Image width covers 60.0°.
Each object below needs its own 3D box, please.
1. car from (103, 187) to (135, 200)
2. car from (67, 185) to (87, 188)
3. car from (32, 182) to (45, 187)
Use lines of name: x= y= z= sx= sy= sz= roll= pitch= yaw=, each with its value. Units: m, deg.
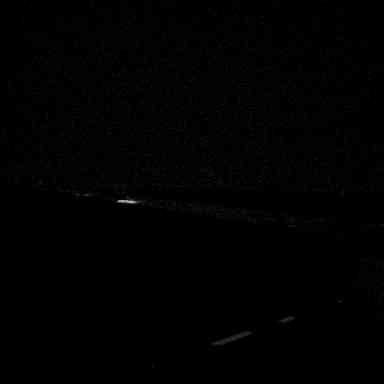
car: x=-8.383 y=0.099 z=37.755 sx=2.033 sy=1.411 sz=5.357 roll=-1 pitch=3 yaw=-36
car: x=-17.582 y=-0.877 z=50.684 sx=2.033 sy=1.411 sz=5.357 roll=-1 pitch=3 yaw=-36
car: x=-38.643 y=-1.679 z=84.641 sx=1.812 sy=1.442 sz=4.674 roll=-1 pitch=1 yaw=-36
